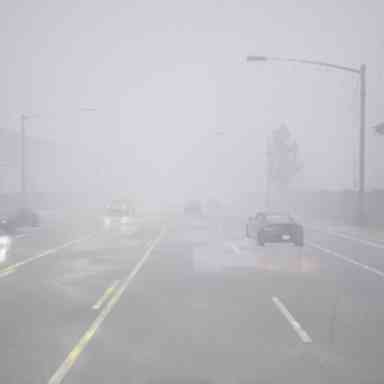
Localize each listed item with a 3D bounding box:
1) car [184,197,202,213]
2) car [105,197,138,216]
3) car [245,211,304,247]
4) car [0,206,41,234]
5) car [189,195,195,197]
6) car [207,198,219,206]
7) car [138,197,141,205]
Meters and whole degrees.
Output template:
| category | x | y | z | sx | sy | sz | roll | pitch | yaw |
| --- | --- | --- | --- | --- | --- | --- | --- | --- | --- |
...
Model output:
| category | x | y | z | sx | sy | sz | roll | pitch | yaw |
| --- | --- | --- | --- | --- | --- | --- | --- | --- | --- |
| car | 0.096 | 1.647 | 38.362 | 1.994 | 1.385 | 4.181 | 0 | 0 | 0 |
| car | -7.053 | 1.404 | 32.872 | 2.097 | 1.767 | 4.553 | 0 | 0 | 0 |
| car | 3.609 | 1.567 | 15.041 | 1.812 | 1.442 | 4.674 | 0 | 0 | 0 |
| car | -10.579 | 1.540 | 19.500 | 1.812 | 1.442 | 4.674 | 0 | 0 | 0 |
| car | 0.015 | 1.391 | 71.089 | 2.033 | 1.411 | 5.357 | 0 | 0 | 0 |
| car | 3.633 | 1.680 | 57.574 | 2.033 | 1.411 | 5.357 | 0 | 0 | 0 |
| car | -10.491 | 1.649 | 60.472 | 1.837 | 1.490 | 4.892 | 0 | 1 | 0 |
